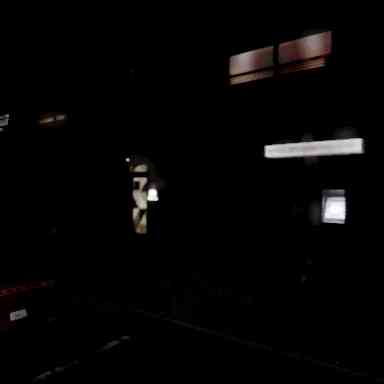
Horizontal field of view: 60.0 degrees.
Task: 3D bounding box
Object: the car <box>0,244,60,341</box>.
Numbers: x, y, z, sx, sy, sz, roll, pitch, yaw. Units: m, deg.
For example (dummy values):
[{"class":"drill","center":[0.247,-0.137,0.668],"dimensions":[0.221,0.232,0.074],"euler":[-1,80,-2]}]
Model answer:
[{"class":"car","center":[-4.185,1.547,5.847],"dimensions":[4.507,1.381,1.887],"euler":[0,0,35]}]
